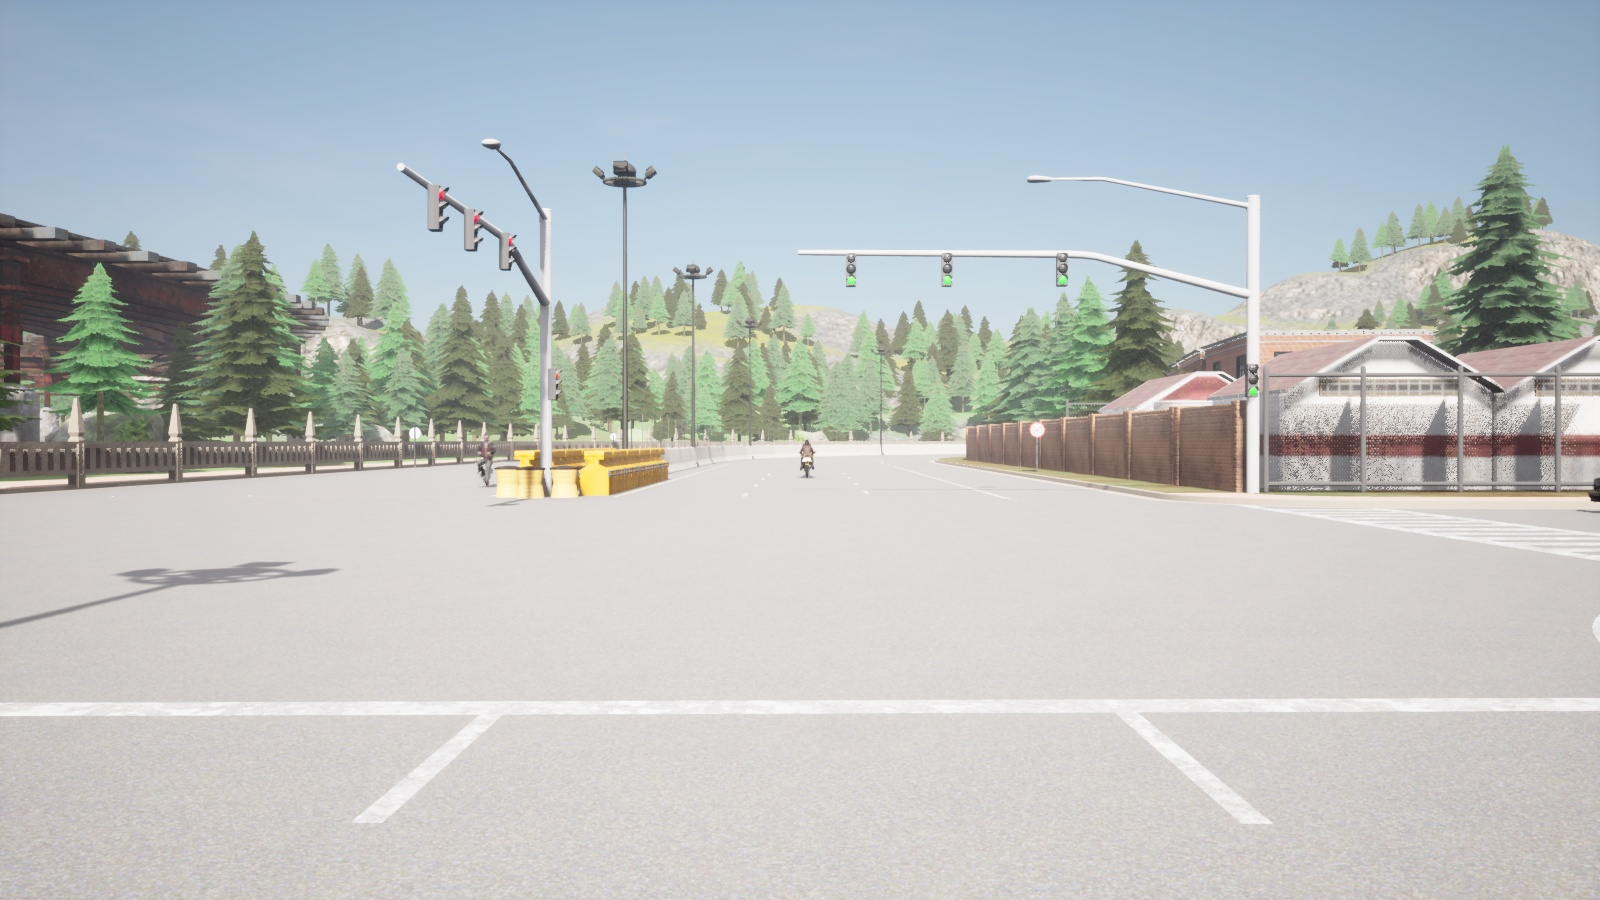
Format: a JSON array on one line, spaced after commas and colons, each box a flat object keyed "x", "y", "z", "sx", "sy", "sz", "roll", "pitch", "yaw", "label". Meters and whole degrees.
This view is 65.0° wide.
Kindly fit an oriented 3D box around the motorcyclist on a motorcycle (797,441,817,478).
[{"x": 0.295, "y": 0.391, "z": 52.681, "sx": 0.797, "sy": 1.523, "sz": 2.044, "roll": 0, "pitch": 0, "yaw": 0, "label": "motorcyclist on a motorcycle"}]

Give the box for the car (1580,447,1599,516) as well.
[{"x": 19.129, "y": 0.649, "z": 25.428, "sx": 5.357, "sy": 1.411, "sz": 2.033, "roll": 0, "pitch": 0, "yaw": 2, "label": "car"}]
